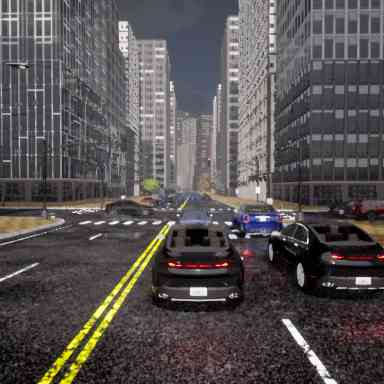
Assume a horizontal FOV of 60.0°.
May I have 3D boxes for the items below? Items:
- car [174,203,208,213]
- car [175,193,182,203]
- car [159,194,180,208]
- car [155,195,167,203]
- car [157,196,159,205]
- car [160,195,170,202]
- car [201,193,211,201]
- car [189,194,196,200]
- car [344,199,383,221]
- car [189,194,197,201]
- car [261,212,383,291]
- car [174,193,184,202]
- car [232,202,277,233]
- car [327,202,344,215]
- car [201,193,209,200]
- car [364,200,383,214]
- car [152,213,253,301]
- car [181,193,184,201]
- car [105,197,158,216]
[{"bbox_3d":[0.149,1.537,17.810,2.033,1.411,5.357,0,0,0],"label":"car"},{"bbox_3d":[-3.176,1.458,57.625,1.837,1.490,4.892,0,0,0],"label":"car"},{"bbox_3d":[-3.209,1.468,48.286,1.837,1.490,4.892,0,0,0],"label":"car"},{"bbox_3d":[-6.334,1.417,67.668,1.882,1.535,5.008,0,0,0],"label":"car"},{"bbox_3d":[-6.454,1.489,49.059,1.812,1.442,4.674,0,0,2],"label":"car"},{"bbox_3d":[-6.288,1.450,77.938,1.812,1.442,4.674,0,0,0],"label":"car"},{"bbox_3d":[3.468,1.392,79.343,1.882,1.535,5.008,0,0,0],"label":"car"},{"bbox_3d":[0.245,1.216,89.772,1.882,1.535,5.008,0,0,0],"label":"car"},{"bbox_3d":[16.279,1.518,28.521,5.009,1.841,2.192,1,0,1],"label":"car"},{"bbox_3d":[0.217,1.392,79.355,1.882,1.535,5.008,0,0,0],"label":"car"},{"bbox_3d":[3.375,1.500,8.961,1.837,1.490,4.892,0,0,0],"label":"car"},{"bbox_3d":[-3.038,1.151,77.898,2.150,2.045,5.566,0,0,0],"label":"car"},{"bbox_3d":[3.397,1.341,18.044,2.097,1.767,4.553,0,0,0],"label":"car"},{"bbox_3d":[16.521,1.616,34.301,4.892,1.490,1.837,1,1,1],"label":"car"},{"bbox_3d":[3.496,1.093,89.732,2.097,1.767,4.553,0,0,0],"label":"car"},{"bbox_3d":[21.910,1.641,36.792,4.829,1.417,1.752,1,0,1],"label":"car"},{"bbox_3d":[0.120,1.501,8.255,1.837,1.490,4.892,0,0,0],"label":"car"},{"bbox_3d":[-3.090,1.466,67.446,1.812,1.442,4.674,0,0,1],"label":"car"},{"bbox_3d":[-5.883,1.490,31.511,4.674,1.442,1.812,0,1,1],"label":"car"}]
